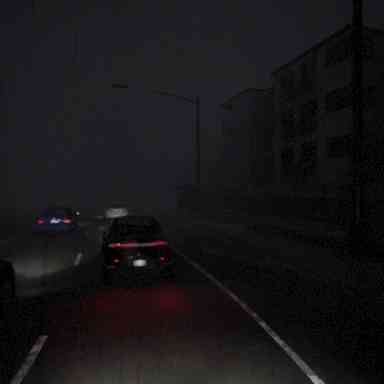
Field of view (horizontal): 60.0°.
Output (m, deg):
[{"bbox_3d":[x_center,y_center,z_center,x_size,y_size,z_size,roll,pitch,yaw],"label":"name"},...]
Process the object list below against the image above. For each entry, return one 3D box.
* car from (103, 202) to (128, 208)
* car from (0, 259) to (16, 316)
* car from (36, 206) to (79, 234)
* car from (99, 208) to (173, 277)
[{"bbox_3d":[-5.961,1.504,26.102,1.812,1.442,4.674,0,0,-16],"label":"car"},{"bbox_3d":[-4.026,1.498,4.493,2.128,1.511,4.902,0,0,-10],"label":"car"},{"bbox_3d":[-7.712,1.545,19.366,2.033,1.411,5.357,0,0,-15],"label":"car"},{"bbox_3d":[-1.810,1.481,10.315,2.128,1.511,4.902,0,0,-13],"label":"car"}]
